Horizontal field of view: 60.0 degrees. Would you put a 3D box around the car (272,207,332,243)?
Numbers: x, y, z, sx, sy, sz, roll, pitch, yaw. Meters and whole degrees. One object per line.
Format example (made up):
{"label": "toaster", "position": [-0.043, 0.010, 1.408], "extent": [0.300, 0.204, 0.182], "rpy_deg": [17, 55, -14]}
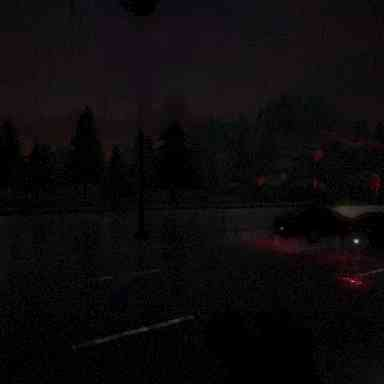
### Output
{"label": "car", "position": [6.156, 1.484, 16.190], "extent": [5.008, 1.535, 1.882], "rpy_deg": [0, 0, -31]}

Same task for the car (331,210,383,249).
{"label": "car", "position": [7.969, 1.516, 13.196], "extent": [4.892, 1.490, 1.837], "rpy_deg": [0, 0, -31]}
